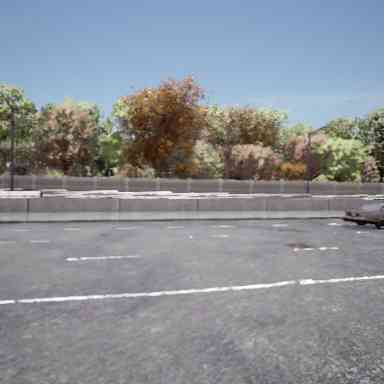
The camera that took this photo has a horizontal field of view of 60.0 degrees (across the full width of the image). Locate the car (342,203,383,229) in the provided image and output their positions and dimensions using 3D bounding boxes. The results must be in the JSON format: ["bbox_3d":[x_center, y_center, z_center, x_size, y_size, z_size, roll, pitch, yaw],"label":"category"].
[{"bbox_3d":[11.481,1.338,19.384,5.357,1.411,2.033,1,1,-16],"label":"car"}]
